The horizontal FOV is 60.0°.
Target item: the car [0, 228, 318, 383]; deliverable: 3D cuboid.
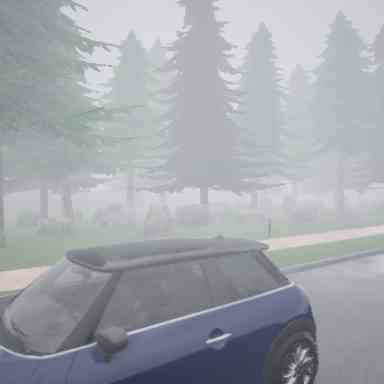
[{"bbox_3d":[-0.783,1.351,3.417,4.553,1.767,2.097,0,0,-35],"label":"car"}]
